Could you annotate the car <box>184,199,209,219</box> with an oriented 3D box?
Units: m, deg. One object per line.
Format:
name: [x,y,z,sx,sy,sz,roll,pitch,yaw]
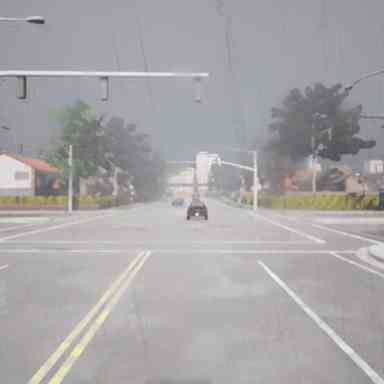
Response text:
car: [0.535,1.690,30.937,1.837,1.490,4.892,0,0,2]

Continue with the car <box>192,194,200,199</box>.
car: [1.038,2.034,86.765,1.812,1.442,4.674,0,0,0]

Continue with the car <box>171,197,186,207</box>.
car: [-2.693,1.909,60.549,2.033,1.411,5.357,0,0,1]

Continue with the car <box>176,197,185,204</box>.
car: [-2.542,1.955,76.234,1.837,1.490,4.892,0,0,0]
